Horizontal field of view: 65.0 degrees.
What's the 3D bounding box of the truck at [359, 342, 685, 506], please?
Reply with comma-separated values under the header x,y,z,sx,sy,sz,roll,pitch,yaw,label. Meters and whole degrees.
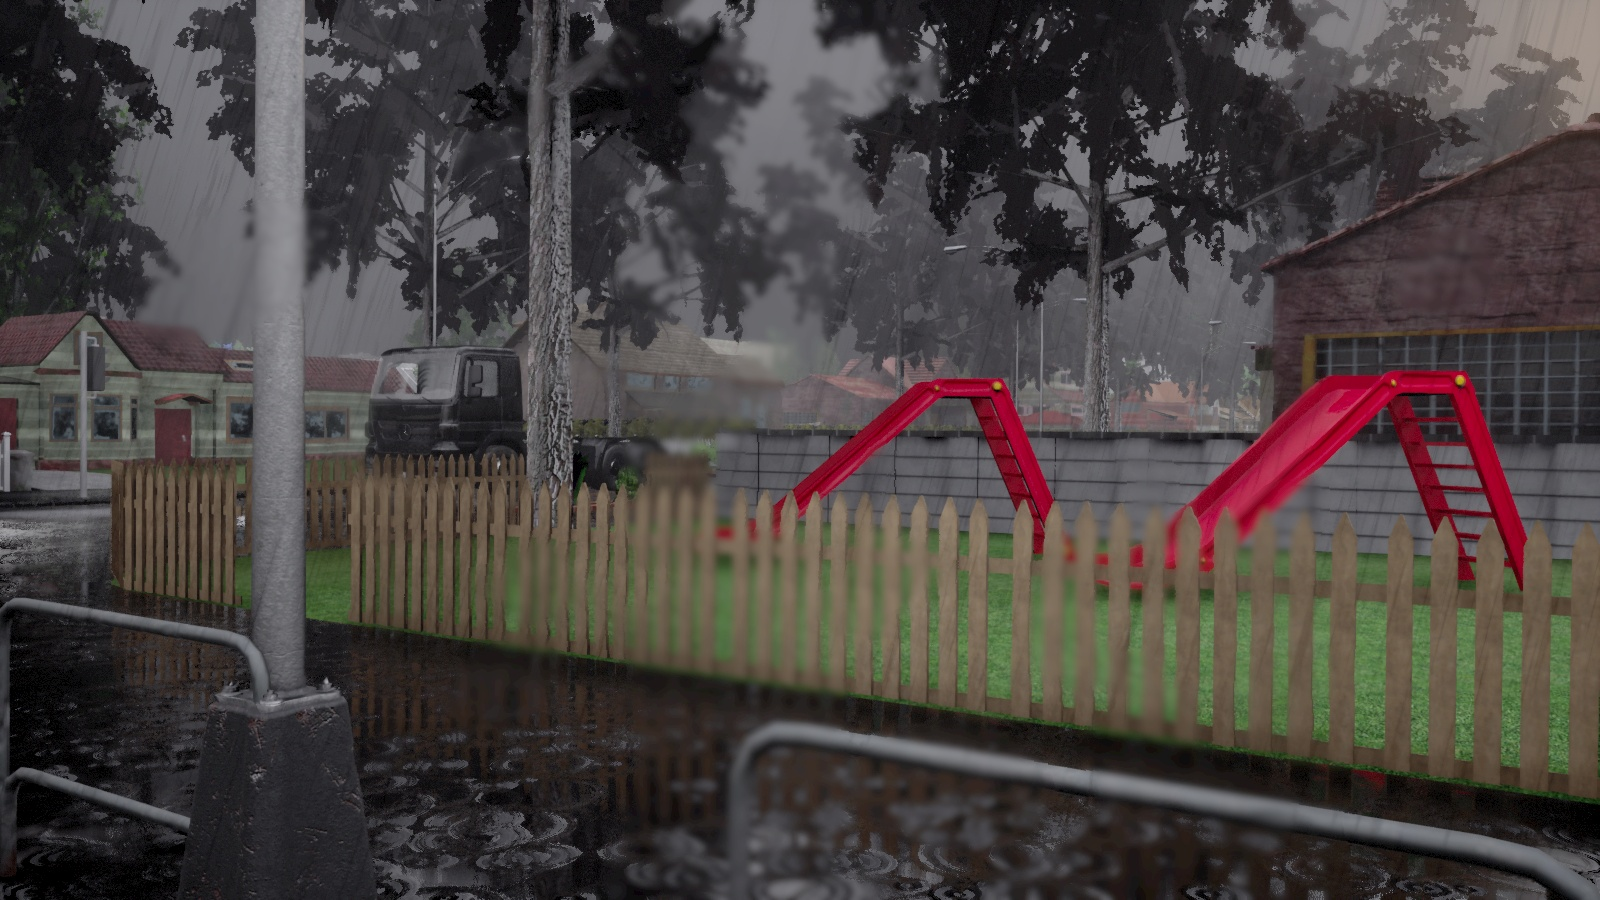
x,y,z,sx,sy,sz,roll,pitch,yaw,label
-6.449,-0.609,30.604,2.891,3.462,7.936,0,1,34,truck
